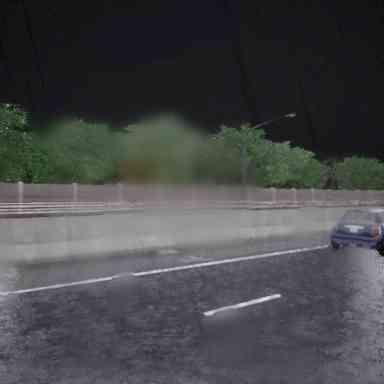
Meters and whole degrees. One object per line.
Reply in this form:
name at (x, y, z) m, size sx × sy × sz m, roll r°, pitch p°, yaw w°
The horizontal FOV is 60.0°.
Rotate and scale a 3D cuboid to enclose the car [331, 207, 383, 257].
car at (7.808, 1.483, 13.737) m, size 4.553 × 1.767 × 2.097 m, roll 1°, pitch -1°, yaw -36°
